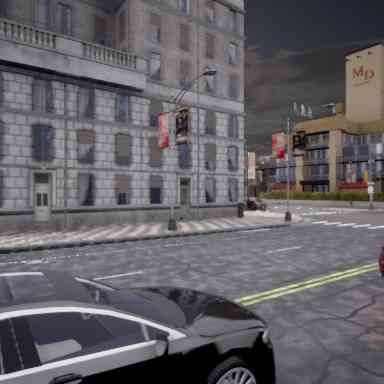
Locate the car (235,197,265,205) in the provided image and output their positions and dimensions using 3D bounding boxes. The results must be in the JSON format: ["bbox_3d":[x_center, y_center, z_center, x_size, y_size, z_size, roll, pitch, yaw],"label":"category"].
[{"bbox_3d":[10.169,1.562,58.877,2.033,1.411,5.357,0,0,-37],"label":"car"}]

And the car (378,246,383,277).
[{"bbox_3d":[6.587,1.529,8.581,4.674,1.442,1.812,0,0,-36],"label":"car"}]

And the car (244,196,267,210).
[{"bbox_3d":[7.491,1.363,42.849,2.097,1.767,4.553,0,0,-36],"label":"car"}]

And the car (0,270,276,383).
[{"bbox_3d":[-1.356,1.492,2.895,4.902,1.511,2.128,0,0,-34],"label":"car"}]
